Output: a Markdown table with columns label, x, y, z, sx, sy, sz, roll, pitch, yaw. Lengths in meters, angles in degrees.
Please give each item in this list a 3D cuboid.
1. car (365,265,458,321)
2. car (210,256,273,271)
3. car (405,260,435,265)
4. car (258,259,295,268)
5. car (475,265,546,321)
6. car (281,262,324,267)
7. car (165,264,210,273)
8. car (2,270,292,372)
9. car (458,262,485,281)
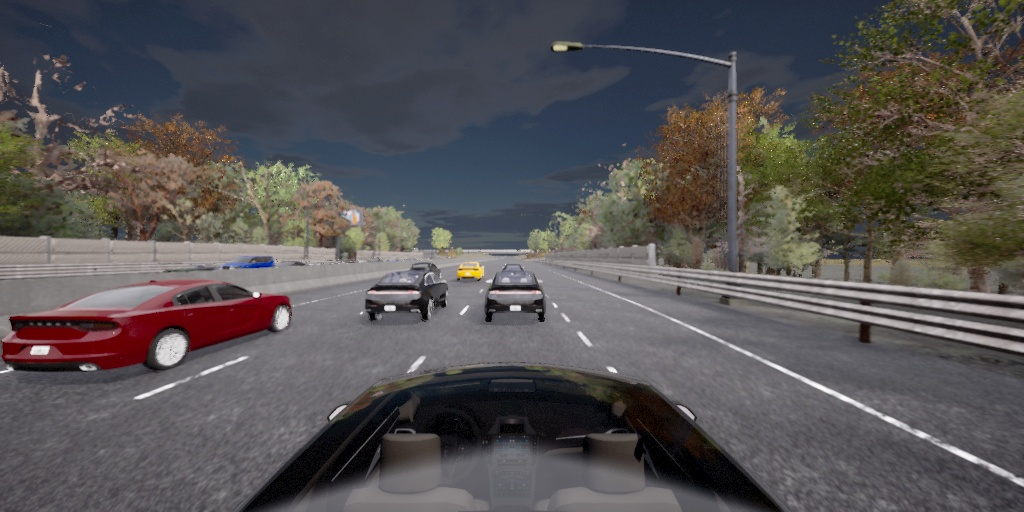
| label | x | y | z | sx | sy | sz | roll | pitch | yaw |
| --- | --- | --- | --- | --- | --- | --- | --- | --- | --- |
| car | -3.403 | 1.244 | 12.433 | 2.128 | 1.511 | 4.902 | 0 | 0 | 0 |
| car | -24.601 | 0.989 | 33.487 | 2.150 | 2.045 | 5.566 | 0 | 0 | 0 |
| car | -6.906 | 1.269 | 28.667 | 1.837 | 1.490 | 4.892 | 0 | 0 | 0 |
| car | -21.101 | 1.274 | 33.807 | 1.837 | 1.490 | 4.892 | 0 | 0 | 0 |
| car | 0.097 | 1.244 | 12.431 | 2.128 | 1.511 | 4.902 | 0 | 0 | 0 |
| car | -17.605 | 1.368 | 31.445 | 1.895 | 1.301 | 4.718 | 0 | 0 | 0 |
| car | -28.104 | 1.368 | 32.063 | 1.895 | 1.301 | 4.718 | 0 | 0 | 0 |
| car | -6.902 | 1.229 | 7.720 | 1.882 | 1.535 | 5.008 | 0 | 0 | 0 |
| car | -3.407 | 1.243 | 30.226 | 1.882 | 1.535 | 5.008 | 0 | 0 | 0 |
